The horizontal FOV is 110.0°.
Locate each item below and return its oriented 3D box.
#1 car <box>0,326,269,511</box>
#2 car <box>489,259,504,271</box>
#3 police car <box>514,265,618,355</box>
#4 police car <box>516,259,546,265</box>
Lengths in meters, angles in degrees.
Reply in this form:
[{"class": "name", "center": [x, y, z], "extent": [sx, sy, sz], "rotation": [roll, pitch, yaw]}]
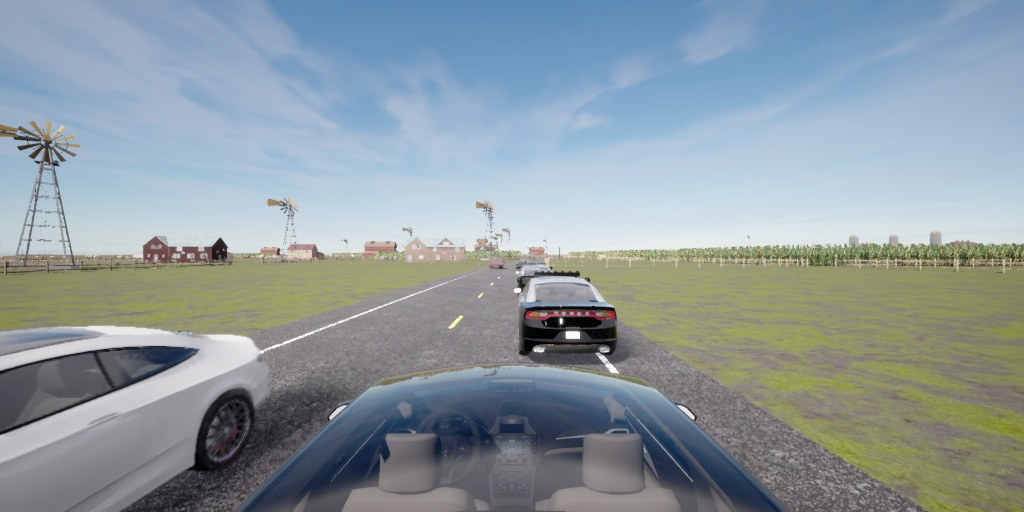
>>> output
[{"class": "car", "center": [-3.585, 1.276, 2.123], "extent": [1.812, 1.442, 4.674], "rotation": [0, 0, 0]}, {"class": "car", "center": [-2.126, 1.201, 50.268], "extent": [1.882, 1.535, 5.008], "rotation": [0, 0, 3]}, {"class": "police car", "center": [1.084, 1.176, 8.837], "extent": [1.930, 1.638, 5.238], "rotation": [0, 0, 1]}, {"class": "police car", "center": [1.226, 1.173, 18.806], "extent": [1.930, 1.638, 5.238], "rotation": [0, 0, 1]}]
